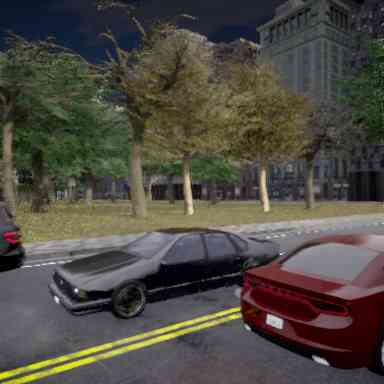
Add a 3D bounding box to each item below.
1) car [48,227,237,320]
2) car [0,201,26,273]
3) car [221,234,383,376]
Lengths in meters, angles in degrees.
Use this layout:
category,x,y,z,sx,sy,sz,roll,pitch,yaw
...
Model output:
category,x,y,z,sx,sy,sz,roll,pitch,yaw
car,-0.245,1.531,7.499,5.357,1.411,2.033,0,0,-35
car,-6.590,1.227,6.969,5.566,2.045,2.150,0,0,-35
car,3.052,1.456,5.618,5.008,1.535,1.882,-1,0,-36
